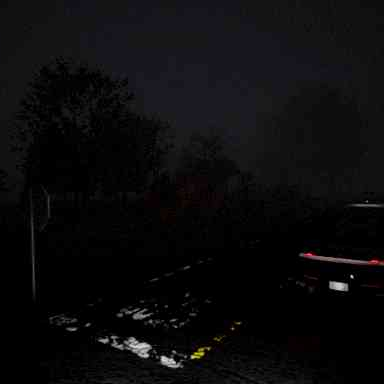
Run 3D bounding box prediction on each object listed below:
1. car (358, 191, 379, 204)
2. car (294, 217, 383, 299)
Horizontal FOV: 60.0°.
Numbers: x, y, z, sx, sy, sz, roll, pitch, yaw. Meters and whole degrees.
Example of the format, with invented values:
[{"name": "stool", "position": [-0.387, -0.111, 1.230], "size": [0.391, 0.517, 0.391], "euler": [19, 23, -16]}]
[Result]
[{"name": "car", "position": [20.635, 0.598, 38.686], "size": [2.033, 1.411, 5.357], "euler": [0, 1, 33]}, {"name": "car", "position": [3.798, 1.329, 7.655], "size": [2.128, 1.511, 4.902], "euler": [0, 1, 33]}]
